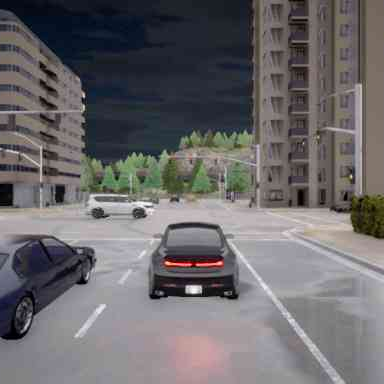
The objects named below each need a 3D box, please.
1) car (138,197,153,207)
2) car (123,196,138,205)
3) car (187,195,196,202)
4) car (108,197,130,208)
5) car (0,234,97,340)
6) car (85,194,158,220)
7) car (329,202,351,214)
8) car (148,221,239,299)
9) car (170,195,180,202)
[{"bbox_3d":[-7.223,1.508,51.931,1.812,1.442,4.674,0,0,-1],"label":"car"},{"bbox_3d":[-10.720,1.485,58.236,1.837,1.490,4.892,0,0,0],"label":"car"},{"bbox_3d":[-0.183,1.453,73.808,1.882,1.535,5.008,0,0,0],"label":"car"},{"bbox_3d":[-10.719,1.475,48.962,2.128,1.511,4.902,0,0,0],"label":"car"},{"bbox_3d":[-3.466,1.545,6.468,2.033,1.411,5.357,0,0,0],"label":"car"},{"bbox_3d":[-5.963,1.212,27.522,5.566,2.045,2.150,0,0,0],"label":"car"},{"bbox_3d":[17.258,1.536,34.548,5.357,1.411,2.033,0,0,0],"label":"car"},{"bbox_3d":[0.042,1.502,8.400,1.837,1.490,4.892,0,0,0],"label":"car"},{"bbox_3d":[-3.679,1.476,72.878,1.837,1.490,4.892,0,0,0],"label":"car"}]
